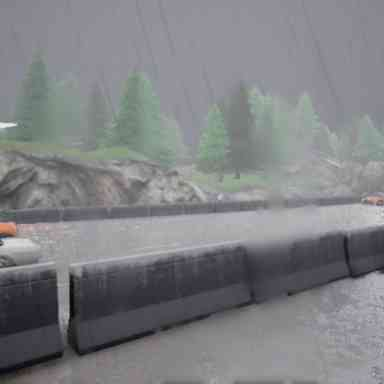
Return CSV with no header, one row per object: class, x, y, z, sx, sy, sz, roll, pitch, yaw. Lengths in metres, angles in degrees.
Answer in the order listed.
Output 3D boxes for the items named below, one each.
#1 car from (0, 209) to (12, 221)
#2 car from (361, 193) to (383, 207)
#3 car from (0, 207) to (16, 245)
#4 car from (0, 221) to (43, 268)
car,-8.218,1.353,11.027,4.553,1.767,2.097,0,0,-35
car,23.448,0.909,42.177,4.553,1.767,2.097,-1,1,-35
car,-10.271,1.479,13.863,5.008,1.535,1.882,0,0,-35
car,-6.335,1.602,8.072,4.718,1.301,1.895,0,0,-35
